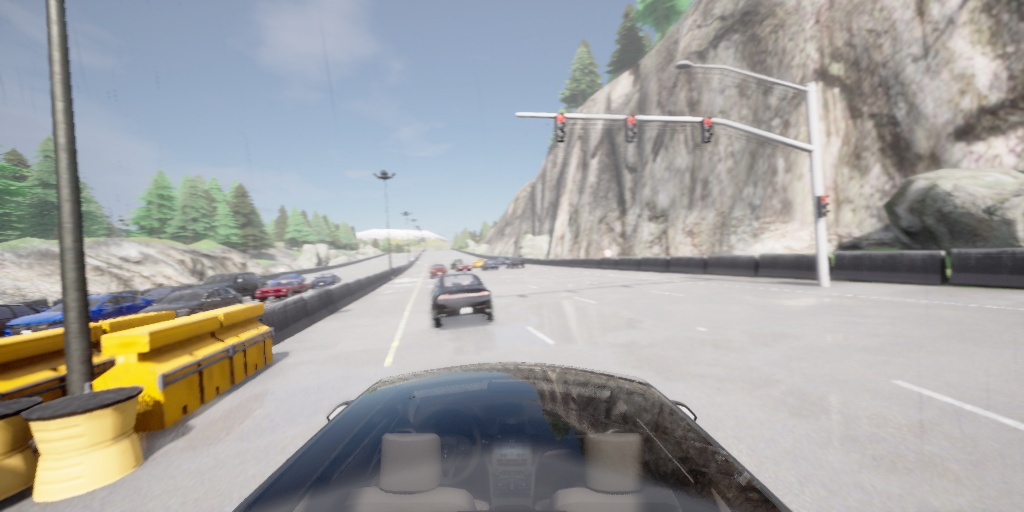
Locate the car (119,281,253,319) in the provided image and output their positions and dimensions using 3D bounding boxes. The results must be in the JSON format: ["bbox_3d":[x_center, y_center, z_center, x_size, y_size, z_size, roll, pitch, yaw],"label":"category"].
[{"bbox_3d":[-13.517,2.135,15.375,1.837,1.490,4.892,-4,0,-13],"label":"car"}]

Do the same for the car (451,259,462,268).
[{"bbox_3d":[-8.708,1.237,57.455,2.097,1.767,4.553,-4,1,-13],"label":"car"}]

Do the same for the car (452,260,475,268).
[{"bbox_3d":[-6.478,1.498,47.761,1.895,1.301,4.718,-4,1,-13],"label":"car"}]

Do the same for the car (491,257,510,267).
[{"bbox_3d":[-1.892,0.973,59.042,2.033,1.411,5.357,-4,1,-13],"label":"car"}]

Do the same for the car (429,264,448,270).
[{"bbox_3d":[-7.928,1.630,38.833,1.812,1.442,4.674,-4,1,-13],"label":"car"}]

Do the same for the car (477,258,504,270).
[{"bbox_3d":[-2.978,1.215,48.106,2.033,1.411,5.357,-4,1,-13],"label":"car"}]

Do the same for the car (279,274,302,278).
[{"bbox_3d":[-21.498,2.509,34.650,1.882,1.535,5.008,-4,0,-13],"label":"car"}]

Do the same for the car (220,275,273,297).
[{"bbox_3d":[-24.909,2.752,33.910,2.128,1.511,4.902,-4,1,-13],"label":"car"}]

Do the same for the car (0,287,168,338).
[{"bbox_3d":[-16.900,2.336,14.493,1.882,1.535,5.008,-4,0,-13],"label":"car"}]

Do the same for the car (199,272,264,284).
[{"bbox_3d":[-19.142,2.188,24.180,2.150,2.045,5.566,-4,0,-13],"label":"car"}]

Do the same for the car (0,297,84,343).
[{"bbox_3d":[-20.332,2.636,13.835,2.033,1.411,5.357,-4,0,-13],"label":"car"}]

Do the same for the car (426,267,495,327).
[{"bbox_3d":[-1.863,1.358,12.463,2.128,1.511,4.902,-4,0,-13],"label":"car"}]

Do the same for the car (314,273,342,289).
[{"bbox_3d":[-17.947,2.364,34.776,1.994,1.385,4.181,-4,1,-14],"label":"car"}]

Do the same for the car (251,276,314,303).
[{"bbox_3d":[-15.654,2.336,24.714,1.895,1.301,4.718,-4,0,-13],"label":"car"}]

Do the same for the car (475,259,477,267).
[{"bbox_3d":[-5.301,1.133,58.263,1.882,1.535,5.008,-4,1,-13],"label":"car"}]

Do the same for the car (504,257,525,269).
[{"bbox_3d":[0.424,0.943,48.882,1.837,1.490,4.892,-4,1,-13],"label":"car"}]
